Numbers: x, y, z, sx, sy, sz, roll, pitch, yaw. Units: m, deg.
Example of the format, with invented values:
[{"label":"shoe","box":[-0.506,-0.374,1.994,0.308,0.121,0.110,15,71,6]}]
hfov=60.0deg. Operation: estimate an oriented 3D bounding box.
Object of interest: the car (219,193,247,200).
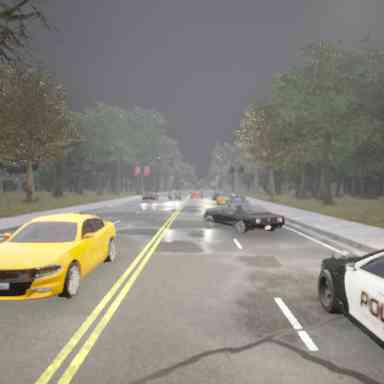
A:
[{"label":"car","box":[3.563,1.032,26.347,2.033,1.411,5.357,0,1,1]}]

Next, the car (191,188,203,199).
[{"label":"car","box":[0.897,0.224,58.950,2.097,1.767,4.553,0,1,1]}]

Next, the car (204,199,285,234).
[{"label":"car","box":[2.423,1.268,16.914,1.895,1.301,4.718,-1,1,-26]}]

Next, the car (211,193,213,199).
[{"label":"car","box":[3.928,0.573,48.320,1.837,1.490,4.892,0,1,1]}]

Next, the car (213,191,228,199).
[{"label":"car","box":[3.737,0.728,37.522,1.801,1.575,5.366,0,1,1]}]

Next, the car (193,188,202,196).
[{"label":"car","box":[1.309,-0.118,77.765,2.097,1.767,4.553,0,1,1]}]

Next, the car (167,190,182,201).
[{"label":"car","box":[-2.614,0.525,50.288,2.128,1.511,4.902,0,1,1]}]

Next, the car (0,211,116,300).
[{"label":"car","box":[-3.266,1.315,8.263,1.882,1.535,5.008,0,1,1]}]

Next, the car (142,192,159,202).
[{"label":"car","box":[-5.918,0.683,47.806,1.895,1.301,4.718,0,1,1]}]

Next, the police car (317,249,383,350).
[{"label":"police car","box":[3.291,1.415,4.372,2.038,1.542,4.974,0,1,1]}]
